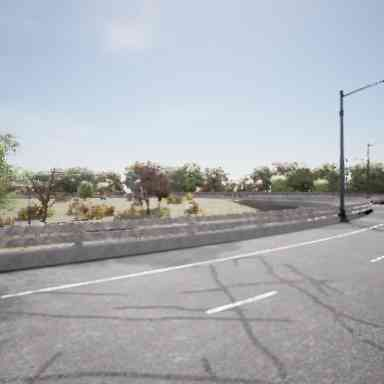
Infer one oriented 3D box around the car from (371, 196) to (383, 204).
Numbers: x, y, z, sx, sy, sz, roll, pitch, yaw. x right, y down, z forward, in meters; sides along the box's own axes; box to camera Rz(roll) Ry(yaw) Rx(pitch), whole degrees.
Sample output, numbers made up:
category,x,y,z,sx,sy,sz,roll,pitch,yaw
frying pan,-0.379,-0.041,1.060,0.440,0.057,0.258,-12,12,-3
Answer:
category,x,y,z,sx,sy,sz,roll,pitch,yaw
car,36.904,1.596,64.316,1.994,1.385,4.181,0,0,13
